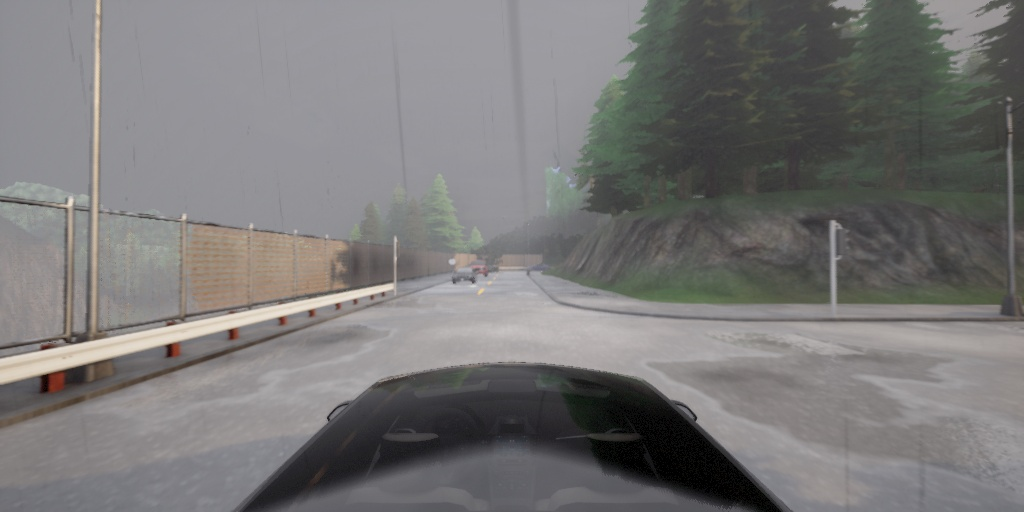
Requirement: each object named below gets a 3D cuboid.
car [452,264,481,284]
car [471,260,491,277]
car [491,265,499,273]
[{"bbox_3d":[-4.096,1.676,31.706,1.812,1.442,4.674,0,-1,-1],"label":"car"},{"bbox_3d":[-4.121,1.543,44.714,2.150,2.045,5.566,0,0,-2],"label":"car"},{"bbox_3d":[-3.629,2.117,58.897,1.895,1.301,4.718,0,-1,15],"label":"car"}]
